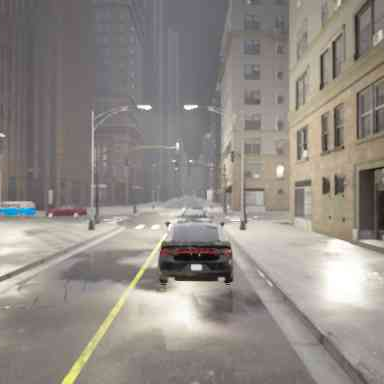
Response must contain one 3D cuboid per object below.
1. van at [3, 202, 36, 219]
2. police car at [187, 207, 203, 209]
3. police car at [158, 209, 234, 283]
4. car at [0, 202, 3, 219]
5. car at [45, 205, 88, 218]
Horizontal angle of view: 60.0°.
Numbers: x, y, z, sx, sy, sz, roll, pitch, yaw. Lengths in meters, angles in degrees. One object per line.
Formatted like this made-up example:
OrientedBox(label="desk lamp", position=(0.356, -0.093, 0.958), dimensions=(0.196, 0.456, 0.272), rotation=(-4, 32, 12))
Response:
OrientedBox(label="van", position=(-19.619, 2.011, 37.154), dimensions=(3.998, 1.788, 1.690), rotation=(-1, 0, 0))
OrientedBox(label="police car", position=(0.213, 1.754, 21.533), dimensions=(2.038, 1.542, 4.974), rotation=(0, -1, 3))
OrientedBox(label="police car", position=(0.099, 1.544, 10.144), dimensions=(1.930, 1.638, 5.238), rotation=(0, -1, 0))
OrientedBox(label="car", position=(-19.639, 1.847, 28.629), dimensions=(5.009, 1.841, 2.192), rotation=(-1, 0, 0))
OrientedBox(label="car", position=(-13.992, 2.146, 37.134), dimensions=(4.507, 1.381, 1.887), rotation=(-1, 0, 0))
